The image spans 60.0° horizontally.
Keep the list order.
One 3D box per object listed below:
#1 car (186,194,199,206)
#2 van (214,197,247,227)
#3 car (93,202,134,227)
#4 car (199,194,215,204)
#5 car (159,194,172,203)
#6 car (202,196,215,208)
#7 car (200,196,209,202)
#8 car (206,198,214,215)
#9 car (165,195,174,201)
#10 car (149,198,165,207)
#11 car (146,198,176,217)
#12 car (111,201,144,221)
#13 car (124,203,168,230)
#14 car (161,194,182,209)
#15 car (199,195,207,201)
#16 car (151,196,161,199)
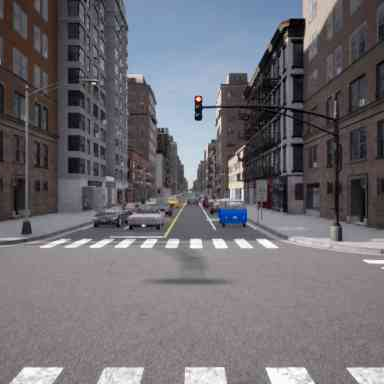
[{"bbox_3d":[0.160,1.478,55.365,2.128,1.511,4.902,0,0,0],"label":"car"},{"bbox_3d":[2.660,1.340,22.467,1.690,1.788,3.998,0,0,0],"label":"van"},{"bbox_3d":[-5.365,1.549,22.467,2.008,1.369,4.403,0,0,0],"label":"car"},{"bbox_3d":[2.689,1.305,50.874,2.192,1.841,5.009,0,0,0],"label":"car"},{"bbox_3d":[-5.319,1.292,67.921,2.192,1.841,5.009,0,0,0],"label":"car"},{"bbox_3d":[2.683,1.576,45.193,1.802,1.307,4.206,0,0,0],"label":"car"},{"bbox_3d":[2.712,1.524,73.599,2.008,1.369,4.403,0,0,0],"label":"car"},{"bbox_3d":[2.671,1.580,33.830,1.802,1.307,4.206,0,0,0],"label":"car"},{"bbox_3d":[-5.307,1.409,79.285,1.967,1.590,4.097,0,0,0],"label":"car"},{"bbox_3d":[-5.336,1.556,50.877,1.947,1.339,4.313,0,0,0],"label":"car"},{"bbox_3d":[-2.816,1.562,31.146,1.994,1.385,4.181,0,0,0],"label":"car"},{"bbox_3d":[-5.360,1.543,28.148,1.887,1.381,4.507,0,0,0],"label":"car"},{"bbox_3d":[-2.798,1.600,21.173,1.895,1.301,4.718,0,0,-1],"label":"car"},{"bbox_3d":[-2.789,1.472,44.772,1.882,1.535,5.008,0,0,0],"label":"car"},{"bbox_3d":[2.723,1.530,84.962,1.947,1.339,4.313,0,0,0],"label":"car"},{"bbox_3d":[-5.342,1.519,45.025,1.752,1.417,4.829,0,0,0],"label":"car"}]
